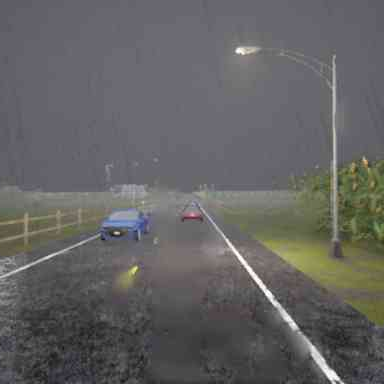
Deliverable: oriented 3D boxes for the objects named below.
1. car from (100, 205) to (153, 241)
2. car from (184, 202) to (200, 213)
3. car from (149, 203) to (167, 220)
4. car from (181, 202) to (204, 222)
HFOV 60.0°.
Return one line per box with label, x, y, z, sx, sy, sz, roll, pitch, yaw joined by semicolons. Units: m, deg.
car;-3.504;1.680;18.032;1.882;1.535;5.008;0;-1;0
car;0.055;2.023;44.568;1.994;1.385;4.181;0;-1;0
car;-3.503;1.849;32.350;1.837;1.490;4.892;0;-1;0
car;0.020;1.884;30.027;1.994;1.385;4.181;0;-1;0
